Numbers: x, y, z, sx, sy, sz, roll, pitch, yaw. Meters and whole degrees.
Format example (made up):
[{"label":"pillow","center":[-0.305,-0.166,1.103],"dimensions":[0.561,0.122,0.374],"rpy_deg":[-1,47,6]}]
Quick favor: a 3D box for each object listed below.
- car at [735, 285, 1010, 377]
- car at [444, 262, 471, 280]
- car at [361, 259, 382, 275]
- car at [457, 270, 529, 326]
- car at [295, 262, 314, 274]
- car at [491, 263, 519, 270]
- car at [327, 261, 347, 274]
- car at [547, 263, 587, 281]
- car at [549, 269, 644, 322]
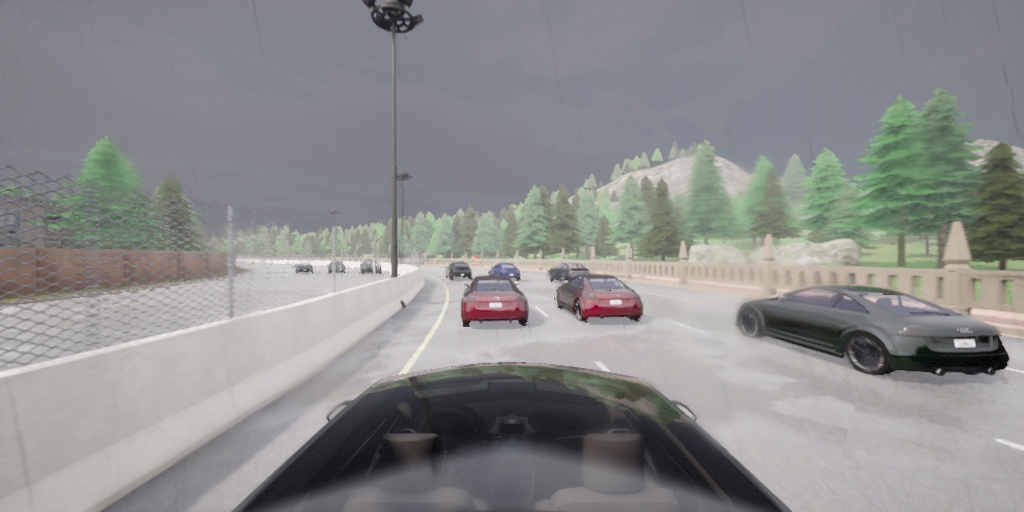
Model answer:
[{"label":"car","center":[6.736,1.290,7.424],"dimensions":[1.994,1.385,4.181],"rpy_deg":[0,0,-3]},{"label":"car","center":[-4.749,1.292,31.481],"dimensions":[1.837,1.490,4.892],"rpy_deg":[0,0,-17]},{"label":"car","center":[-16.145,1.190,41.073],"dimensions":[2.097,1.767,4.553],"rpy_deg":[0,0,-25]},{"label":"car","center":[-0.652,1.323,11.855],"dimensions":[1.994,1.385,4.181],"rpy_deg":[0,0,-6]},{"label":"car","center":[-25.171,1.425,43.634],"dimensions":[2.033,1.411,5.357],"rpy_deg":[0,0,-29]},{"label":"car","center":[-0.639,1.295,29.927],"dimensions":[1.812,1.442,4.674],"rpy_deg":[0,0,-16]},{"label":"car","center":[-20.983,1.363,43.059],"dimensions":[1.837,1.490,4.892],"rpy_deg":[0,0,-27]},{"label":"car","center":[4.027,1.239,25.899],"dimensions":[2.128,1.511,4.902],"rpy_deg":[0,0,-13]},{"label":"car","center":[2.801,1.309,12.373],"dimensions":[1.994,1.385,4.181],"rpy_deg":[0,0,-6]}]
